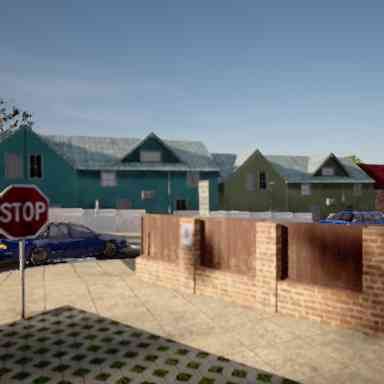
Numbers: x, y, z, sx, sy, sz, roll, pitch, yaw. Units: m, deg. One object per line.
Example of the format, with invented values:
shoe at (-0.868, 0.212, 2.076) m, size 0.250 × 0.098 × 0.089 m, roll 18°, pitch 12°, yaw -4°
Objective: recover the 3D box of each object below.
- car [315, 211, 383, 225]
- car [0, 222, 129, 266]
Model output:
car at (10.913, 2.356, 22.938) m, size 5.566 × 2.045 × 2.150 m, roll 2°, pitch -2°, yaw -22°
car at (-5.065, 1.903, 13.030) m, size 2.033 × 1.411 × 5.357 m, roll 0°, pitch -3°, yaw 40°
